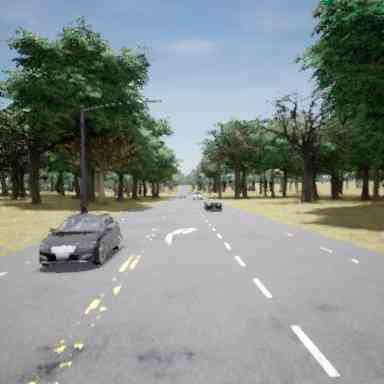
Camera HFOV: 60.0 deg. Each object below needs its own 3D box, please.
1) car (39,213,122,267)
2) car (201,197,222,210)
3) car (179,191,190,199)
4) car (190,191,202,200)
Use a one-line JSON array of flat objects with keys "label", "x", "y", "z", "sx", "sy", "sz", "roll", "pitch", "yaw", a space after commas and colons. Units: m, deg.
[{"label": "car", "x": -3.767, "y": 1.566, "z": 11.936, "sx": 2.128, "sy": 1.511, "sz": 4.902, "roll": -1, "pitch": 0, "yaw": -2}, {"label": "car", "x": 2.467, "y": 1.507, "z": 40.372, "sx": 1.895, "sy": 1.301, "sz": 4.718, "roll": -1, "pitch": 0, "yaw": -2}, {"label": "car", "x": -2.388, "y": 1.177, "z": 89.973, "sx": 2.128, "sy": 1.511, "sz": 4.902, "roll": -1, "pitch": 1, "yaw": -2}, {"label": "car", "x": 1.296, "y": 0.875, "z": 83.035, "sx": 2.150, "sy": 2.045, "sz": 5.566, "roll": -1, "pitch": 1, "yaw": -2}]
